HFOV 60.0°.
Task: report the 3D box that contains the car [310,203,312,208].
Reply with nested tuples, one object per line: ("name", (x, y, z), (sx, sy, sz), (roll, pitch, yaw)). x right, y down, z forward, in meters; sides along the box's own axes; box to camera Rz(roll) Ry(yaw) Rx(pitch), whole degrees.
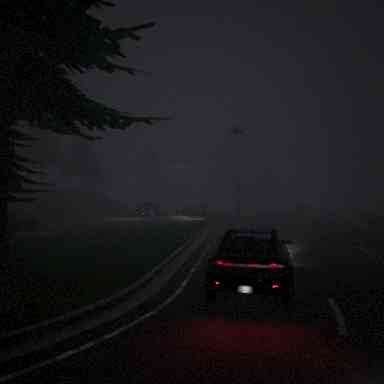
("car", (29.101, 3.387, 83.669), (1.895, 1.301, 4.718), (-1, -1, 21))

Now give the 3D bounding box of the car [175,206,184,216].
("car", (-0.638, 2.679, 48.153), (2.033, 1.411, 5.357), (-1, -1, 21))

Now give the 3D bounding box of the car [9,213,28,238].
("car", (-12.700, 2.041, 19.597), (1.837, 1.490, 4.892), (-2, -2, 37))

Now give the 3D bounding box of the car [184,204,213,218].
("car", (1.091, 2.353, 42.973), (2.097, 1.767, 4.553), (-1, -1, 22))

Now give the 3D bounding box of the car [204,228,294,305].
("car", (1.572, 1.692, 8.711), (2.128, 1.511, 4.902), (0, -1, 13))

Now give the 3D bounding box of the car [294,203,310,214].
("car", (16.841, 2.633, 51.309), (1.812, 1.442, 4.674), (-1, -1, 21))

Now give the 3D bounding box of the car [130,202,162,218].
("car", (-5.984, 2.289, 44.110), (2.150, 2.045, 5.566), (-1, -1, 22))

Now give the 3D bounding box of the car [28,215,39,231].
("car", (-13.544, 2.217, 24.482), (1.994, 1.385, 4.181), (-1, -2, 37))
